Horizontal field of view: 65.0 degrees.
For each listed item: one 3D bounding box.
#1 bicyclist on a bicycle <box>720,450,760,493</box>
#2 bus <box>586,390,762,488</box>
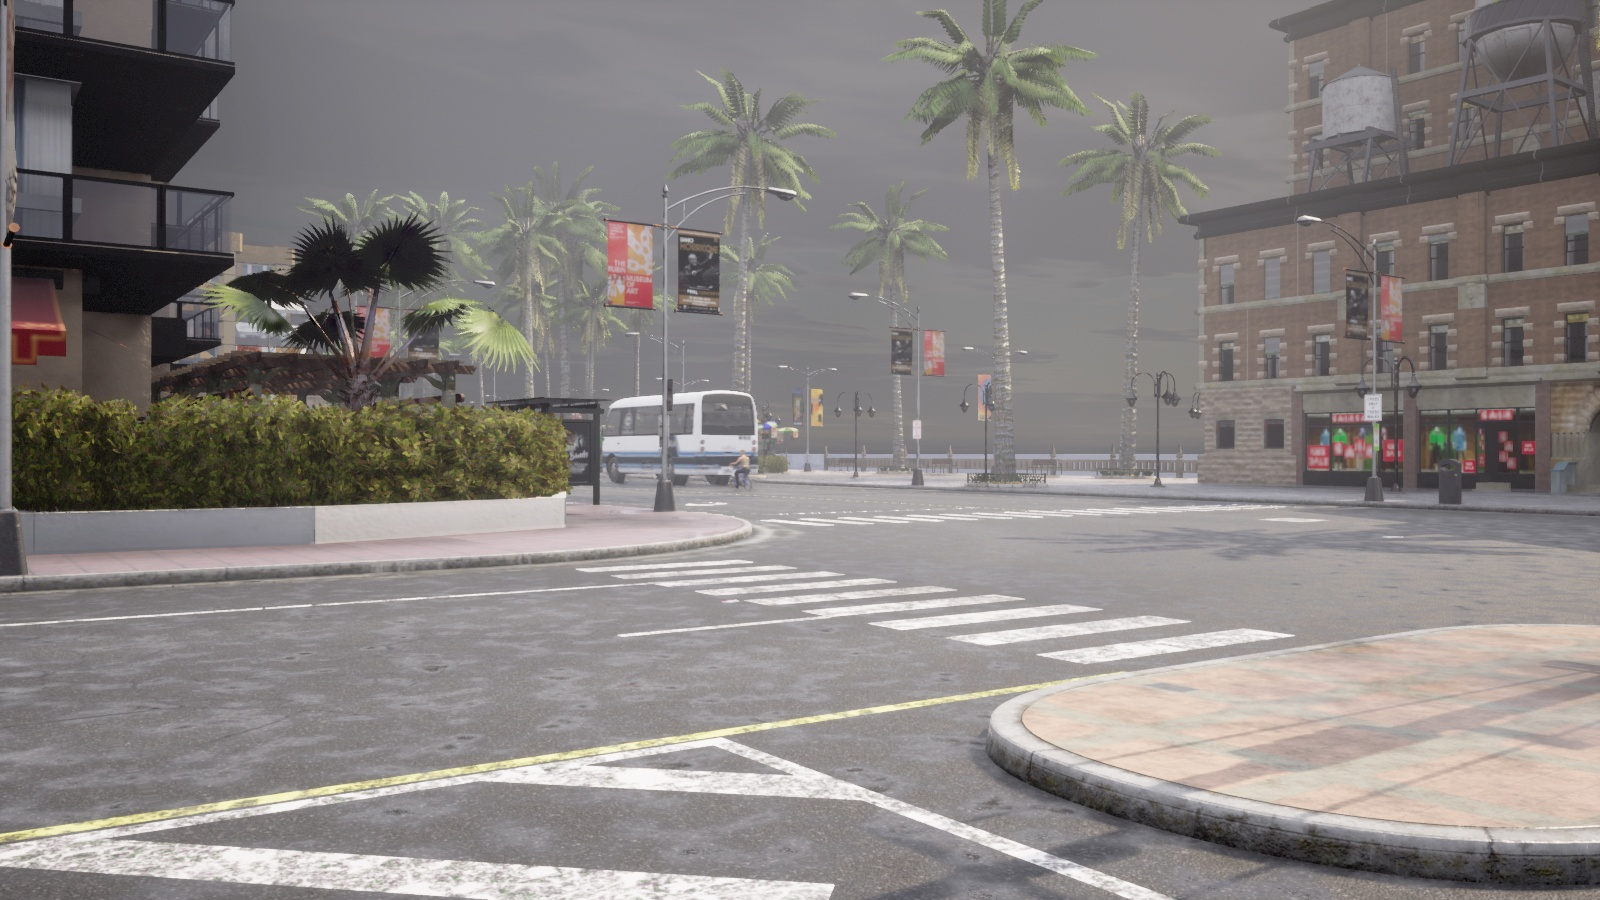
[{"bbox_3d":[-2.294,0.804,48.159,0.866,1.612,1.509,0,0,-34],"label":"bicyclist on a bicycle"},{"bbox_3d":[-6.269,-0.471,60.182,3.944,4.253,10.273,0,0,-34],"label":"bus"}]
